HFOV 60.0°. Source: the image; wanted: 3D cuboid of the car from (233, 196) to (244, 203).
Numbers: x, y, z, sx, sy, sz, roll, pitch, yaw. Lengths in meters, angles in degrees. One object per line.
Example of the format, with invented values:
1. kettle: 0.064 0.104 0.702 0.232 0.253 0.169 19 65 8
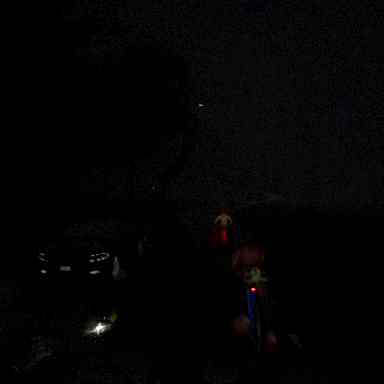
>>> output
1. car: 11.892 1.895 84.357 1.837 1.490 4.892 0 -1 19

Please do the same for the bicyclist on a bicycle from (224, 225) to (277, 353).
1. bicyclist on a bicycle: 0.907 1.454 5.200 0.582 1.620 1.656 0 0 0

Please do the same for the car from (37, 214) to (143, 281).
1. car: -2.783 1.486 10.125 1.882 1.535 5.008 0 0 3

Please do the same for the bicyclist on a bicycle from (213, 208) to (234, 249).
1. bicyclist on a bicycle: 1.256 1.450 13.242 0.866 1.612 1.509 0 0 1

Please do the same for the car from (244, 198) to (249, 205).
1. car: 11.336 2.015 73.225 2.033 1.411 5.357 0 -1 18

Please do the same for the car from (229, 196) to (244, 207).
1. car: 7.852 1.839 60.177 1.837 1.490 4.892 0 -1 14
